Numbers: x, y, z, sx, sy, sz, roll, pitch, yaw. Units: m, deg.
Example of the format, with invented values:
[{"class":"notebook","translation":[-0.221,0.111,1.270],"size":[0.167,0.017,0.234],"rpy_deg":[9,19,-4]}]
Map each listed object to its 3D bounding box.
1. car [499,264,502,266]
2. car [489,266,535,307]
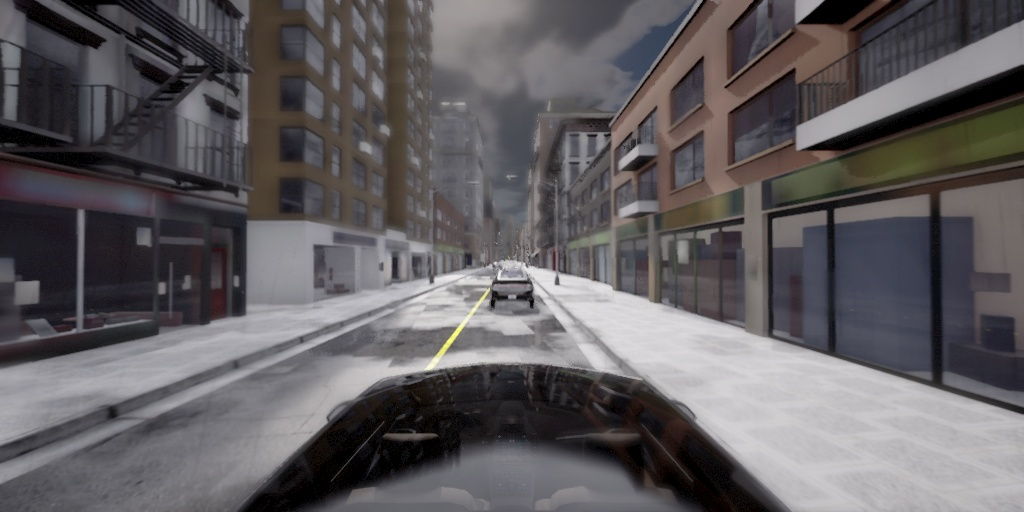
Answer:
[{"class":"car","translation":[0.032,1.607,30.961],"size":[1.895,1.301,4.718],"rpy_deg":[0,0,0]},{"class":"car","translation":[0.019,1.370,16.148],"size":[2.128,1.511,4.902],"rpy_deg":[0,0,0]}]
